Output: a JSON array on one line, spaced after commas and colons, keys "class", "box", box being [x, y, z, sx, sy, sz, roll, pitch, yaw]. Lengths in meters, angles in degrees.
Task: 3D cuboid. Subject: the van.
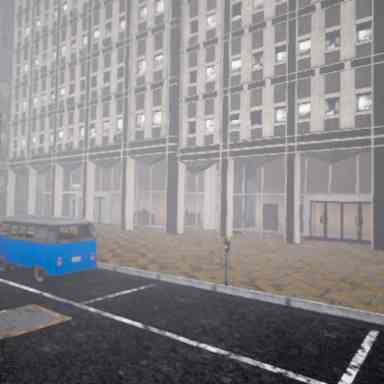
[{"class": "van", "box": [-4.766, 1.700, 10.604, 3.998, 1.788, 1.690, -1, -2, 37]}]
